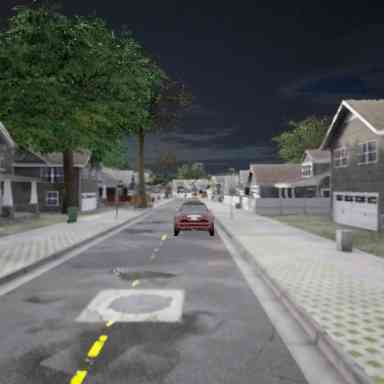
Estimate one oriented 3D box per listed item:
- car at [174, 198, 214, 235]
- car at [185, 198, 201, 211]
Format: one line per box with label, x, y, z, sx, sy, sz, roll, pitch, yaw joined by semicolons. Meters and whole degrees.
car;0.106;1.346;18.798;2.097;1.767;4.553;0;0;0
car;0.111;1.485;41.180;1.837;1.490;4.892;0;0;0
